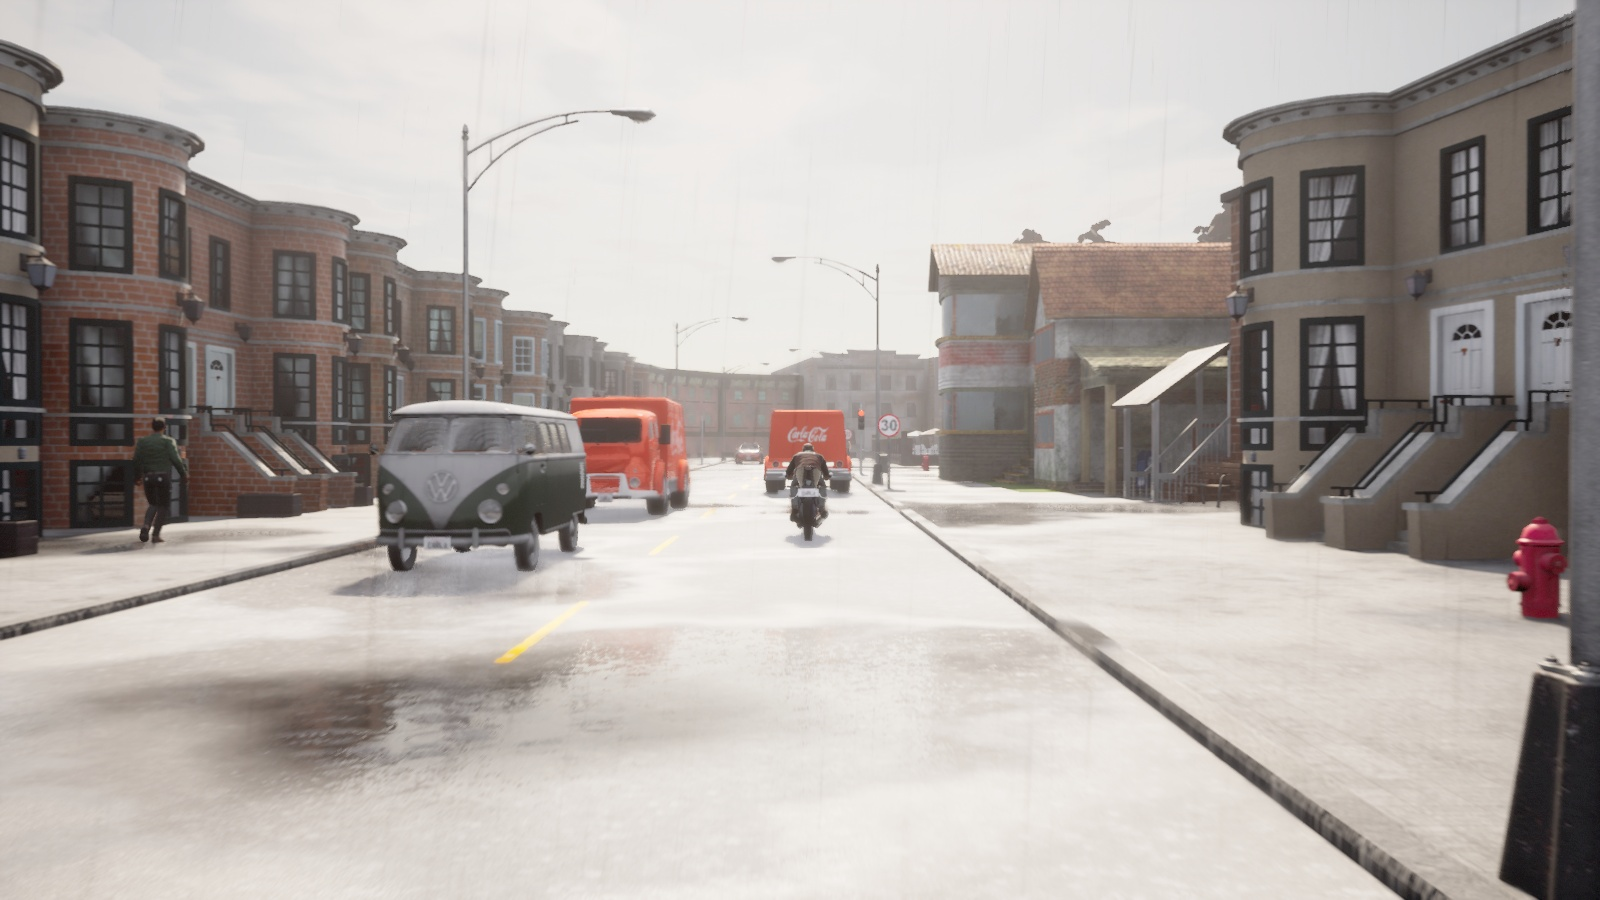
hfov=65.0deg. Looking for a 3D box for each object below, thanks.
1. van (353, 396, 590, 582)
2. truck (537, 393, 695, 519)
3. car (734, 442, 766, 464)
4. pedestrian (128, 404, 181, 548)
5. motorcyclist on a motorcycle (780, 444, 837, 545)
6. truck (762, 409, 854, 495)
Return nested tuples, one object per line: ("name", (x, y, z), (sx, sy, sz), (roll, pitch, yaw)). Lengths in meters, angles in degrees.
("van", (-3.895, 0.408, 15.689), (1.775, 1.987, 4.442), (0, 0, 0))
("truck", (-3.828, 0.103, 27.183), (2.627, 2.467, 5.204), (0, 0, 0))
("car", (-3.497, 0.193, 88.199), (2.007, 1.525, 4.514), (0, 0, 1))
("pedestrian", (-8.961, 0.351, 17.442), (0.423, 1.949, 0.788), (0, 0, -8))
("motorcyclist on a motorcycle", (0.132, 0.668, 20.138), (0.866, 1.530, 2.191), (0, 0, 0))
("truck", (0.237, 0.043, 38.392), (2.627, 2.467, 5.204), (0, 0, 0))
